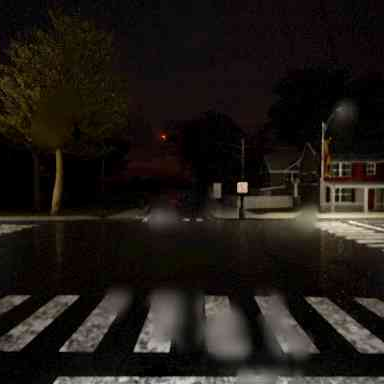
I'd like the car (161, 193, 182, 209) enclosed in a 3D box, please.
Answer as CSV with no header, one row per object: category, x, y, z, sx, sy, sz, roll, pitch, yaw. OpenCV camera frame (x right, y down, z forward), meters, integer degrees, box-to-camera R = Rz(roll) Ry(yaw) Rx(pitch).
car,-2.875,1.155,45.090,2.150,2.045,5.566,0,0,0

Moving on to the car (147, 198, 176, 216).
car,-3.010,1.521,31.886,1.994,1.385,4.181,0,0,2
